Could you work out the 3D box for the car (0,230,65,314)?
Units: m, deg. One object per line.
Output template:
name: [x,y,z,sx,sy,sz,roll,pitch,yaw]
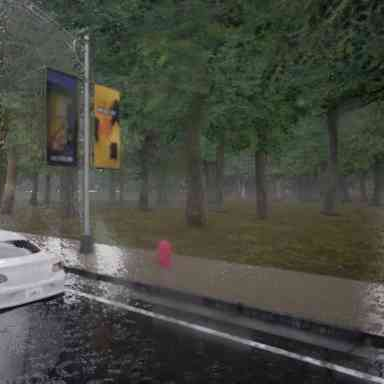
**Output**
car: [-4.514,1.508,6.898,4.674,1.442,1.812,0,0,35]
